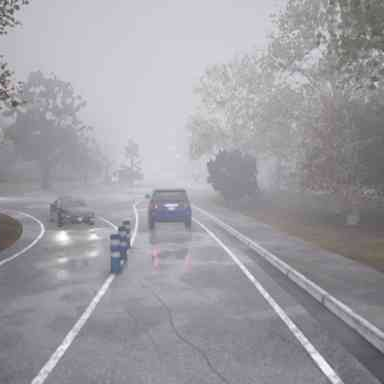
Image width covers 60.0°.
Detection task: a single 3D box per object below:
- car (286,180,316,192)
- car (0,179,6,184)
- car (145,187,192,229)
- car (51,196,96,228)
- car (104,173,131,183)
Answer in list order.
[{"bbox_3d":[16.951,-0.991,49.667,5.566,2.045,2.150,4,4,0],"label":"car"},{"bbox_3d":[-37.366,-2.068,61.773,1.895,1.301,4.718,2,4,26],"label":"car"},{"bbox_3d":[-1.360,0.739,18.416,2.150,2.045,5.566,-1,3,-8],"label":"car"},{"bbox_3d":[-6.776,1.032,18.733,1.837,1.490,4.892,-1,3,-30],"label":"car"},{"bbox_3d":[-15.763,-2.951,70.164,5.566,2.045,2.150,0,4,3],"label":"car"}]
